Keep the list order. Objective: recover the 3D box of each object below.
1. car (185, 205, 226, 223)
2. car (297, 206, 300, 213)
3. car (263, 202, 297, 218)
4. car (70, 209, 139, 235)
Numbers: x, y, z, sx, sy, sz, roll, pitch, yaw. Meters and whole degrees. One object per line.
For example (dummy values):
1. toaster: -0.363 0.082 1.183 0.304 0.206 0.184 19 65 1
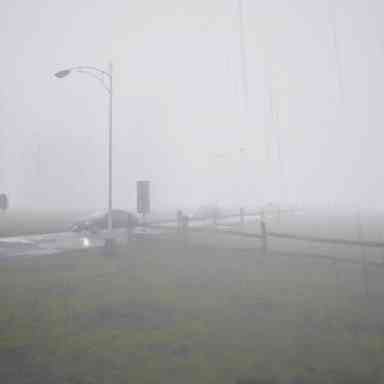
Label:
1. car: 1.244 1.943 30.336 2.128 1.511 4.902 -1 -1 36
2. car: 13.918 2.338 47.937 2.033 1.411 5.357 -1 -1 36
3. car: 9.676 1.939 37.069 2.097 1.767 4.553 -1 -1 36
4. car: -5.381 1.795 21.067 1.812 1.442 4.674 -1 -1 36
